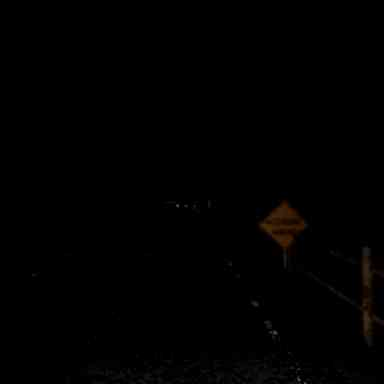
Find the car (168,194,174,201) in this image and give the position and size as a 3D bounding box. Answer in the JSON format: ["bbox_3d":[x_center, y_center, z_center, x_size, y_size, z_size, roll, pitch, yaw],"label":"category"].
[{"bbox_3d":[-4.238,1.293,74.562,1.882,1.535,5.008,0,0,-1],"label":"car"}]

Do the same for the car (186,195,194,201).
[{"bbox_3d":[-0.600,1.416,78.228,1.812,1.442,4.674,0,0,-1],"label":"car"}]

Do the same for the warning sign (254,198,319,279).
[{"bbox_3d":[2.301,1.096,8.274,1.300,1.860,1.060,0,0,-1],"label":"warning sign"}]

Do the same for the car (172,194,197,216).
[{"bbox_3d":[-0.586,1.314,32.782,2.097,1.767,4.553,0,0,-1],"label":"car"}]
